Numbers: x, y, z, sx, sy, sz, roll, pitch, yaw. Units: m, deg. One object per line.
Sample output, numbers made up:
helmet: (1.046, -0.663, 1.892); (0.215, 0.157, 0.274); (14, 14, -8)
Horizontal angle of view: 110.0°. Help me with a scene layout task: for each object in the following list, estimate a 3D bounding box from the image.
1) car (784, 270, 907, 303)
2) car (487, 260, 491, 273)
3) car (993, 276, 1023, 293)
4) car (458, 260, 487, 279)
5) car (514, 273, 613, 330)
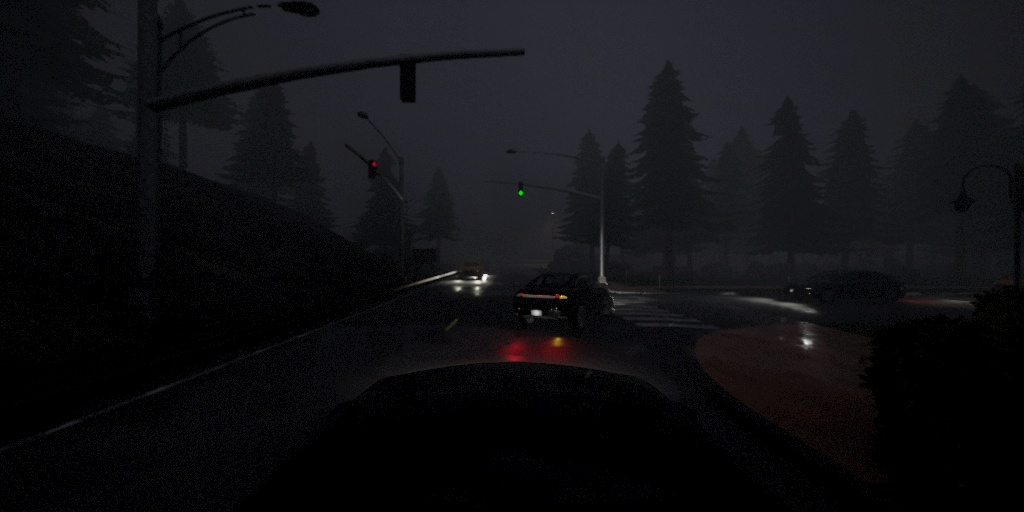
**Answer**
car: (15.700, 1.395, 17.036); (4.892, 1.490, 1.837); (0, 0, 0)
car: (-3.557, 1.183, 42.321); (2.128, 1.511, 4.902); (0, 0, 0)
car: (26.049, 1.368, 16.967); (5.008, 1.535, 1.882); (0, 0, 1)
car: (-3.595, 1.184, 32.198); (1.882, 1.535, 5.008); (0, 0, 0)
car: (1.787, 1.286, 11.491); (2.128, 1.511, 4.902); (0, -1, 28)
